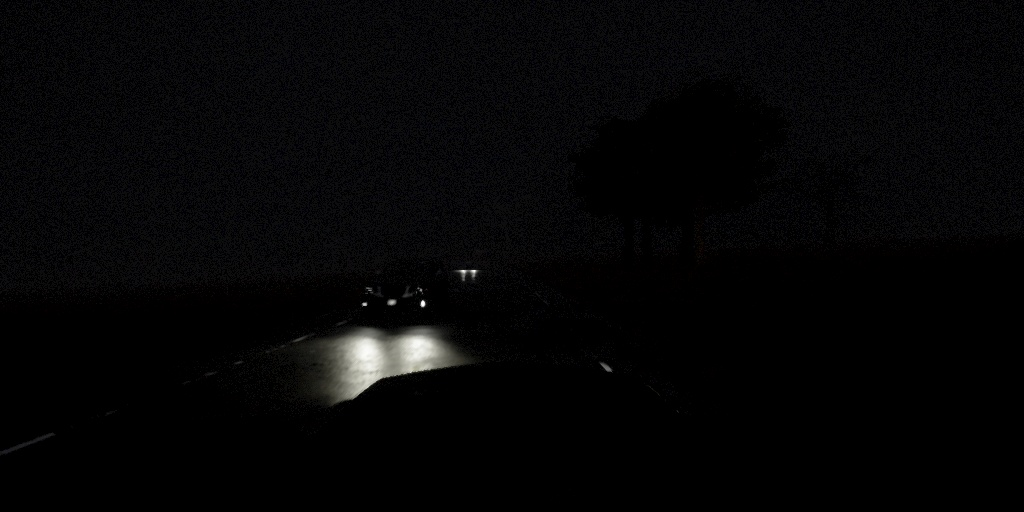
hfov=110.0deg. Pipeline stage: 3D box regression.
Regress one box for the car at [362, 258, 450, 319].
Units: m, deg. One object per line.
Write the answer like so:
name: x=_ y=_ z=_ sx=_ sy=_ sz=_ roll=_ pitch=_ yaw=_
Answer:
car: x=-3.772 y=1.086 z=13.803 sx=2.150 sy=2.045 sz=5.566 roll=0 pitch=0 yaw=-2

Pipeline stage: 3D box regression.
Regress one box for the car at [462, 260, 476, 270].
car: x=-6.581 y=1.391 z=55.454 sx=1.812 sy=1.442 sz=4.674 roll=0 pitch=0 yaw=-6
